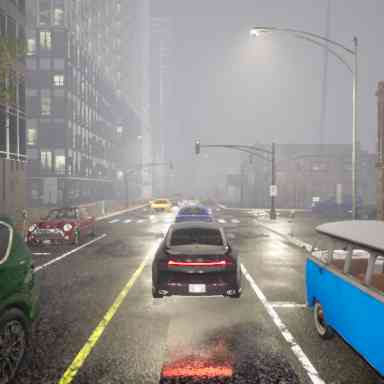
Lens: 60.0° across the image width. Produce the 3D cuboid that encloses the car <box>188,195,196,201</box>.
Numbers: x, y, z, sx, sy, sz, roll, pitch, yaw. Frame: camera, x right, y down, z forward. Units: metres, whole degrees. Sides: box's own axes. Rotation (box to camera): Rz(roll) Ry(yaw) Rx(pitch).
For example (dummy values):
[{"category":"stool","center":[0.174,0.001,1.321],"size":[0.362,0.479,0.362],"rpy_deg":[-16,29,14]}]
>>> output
[{"category":"car","center":[-0.093,1.481,79.533],"size":[1.837,1.490,4.892],"rpy_deg":[0,0,0]}]

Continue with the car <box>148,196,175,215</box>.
[{"category":"car","center":[-3.140,1.468,34.517],"size":[1.882,1.535,5.008],"rpy_deg":[0,0,0]}]

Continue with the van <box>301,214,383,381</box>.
[{"category":"van","center":[2.669,1.340,3.986],"size":[1.690,1.788,3.998],"rpy_deg":[-1,0,0]}]

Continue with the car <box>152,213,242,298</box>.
[{"category":"car","center":[0.088,1.502,8.468],"size":[1.837,1.490,4.892],"rpy_deg":[0,0,0]}]

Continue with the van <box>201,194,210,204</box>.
[{"category":"van","center":[2.600,1.326,64.251],"size":[1.690,1.788,3.998],"rpy_deg":[-1,0,0]}]

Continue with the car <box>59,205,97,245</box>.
[{"category":"car","center":[-5.722,1.436,15.060],"size":[1.967,1.590,4.097],"rpy_deg":[-1,0,0]}]

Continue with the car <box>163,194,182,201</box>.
[{"category":"car","center":[-3.153,1.479,52.836],"size":[2.128,1.511,4.902],"rpy_deg":[0,0,0]}]

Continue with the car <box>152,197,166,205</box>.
[{"category":"car","center":[-5.737,1.552,58.651],"size":[1.947,1.339,4.313],"rpy_deg":[-1,0,0]}]

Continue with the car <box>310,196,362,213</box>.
[{"category":"car","center":[16.481,1.411,38.334],"size":[5.009,1.841,2.192],"rpy_deg":[1,0,1]}]

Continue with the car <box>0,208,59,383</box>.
[{"category":"car","center":[-3.105,1.221,2.215],"size":[2.150,2.045,5.566],"rpy_deg":[0,0,0]}]

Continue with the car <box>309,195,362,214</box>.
[{"category":"car","center":[15.507,1.349,35.749],"size":[5.566,2.045,2.150],"rpy_deg":[1,1,1]}]

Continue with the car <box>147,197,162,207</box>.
[{"category":"car","center":[-5.902,1.512,52.838],"size":[1.752,1.417,4.829],"rpy_deg":[-1,0,0]}]

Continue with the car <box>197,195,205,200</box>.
[{"category":"car","center":[2.571,1.532,92.471],"size":[2.008,1.369,4.403],"rpy_deg":[-1,0,0]}]

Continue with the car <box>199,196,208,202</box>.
[{"category":"car","center":[2.591,1.565,75.539],"size":[1.802,1.307,4.206],"rpy_deg":[-1,0,0]}]

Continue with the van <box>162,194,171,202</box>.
[{"category":"van","center":[-5.760,1.324,75.584],"size":[1.690,1.788,3.998],"rpy_deg":[-1,0,0]}]

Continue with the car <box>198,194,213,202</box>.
[{"category":"car","center":[2.608,1.426,58.607],"size":[1.967,1.590,4.097],"rpy_deg":[-1,0,0]}]

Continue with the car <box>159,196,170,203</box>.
[{"category":"car","center":[-5.750,1.550,69.940],"size":[1.947,1.339,4.313],"rpy_deg":[-1,0,0]}]

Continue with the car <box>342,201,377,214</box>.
[{"category":"car","center":[16.382,1.793,29.957],"size":[4.313,1.339,1.947],"rpy_deg":[1,0,1]}]

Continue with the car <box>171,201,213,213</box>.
[{"category":"car","center":[0.070,1.472,17.956],"size":[1.882,1.535,5.008],"rpy_deg":[0,0,0]}]

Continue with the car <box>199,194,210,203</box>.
[{"category":"car","center":[2.593,1.299,69.895],"size":[2.192,1.841,5.009],"rpy_deg":[-1,0,0]}]

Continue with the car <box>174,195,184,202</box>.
[{"category":"car","center":[-3.092,1.508,78.771],"size":[2.128,1.511,4.902],"rpy_deg":[0,0,0]}]

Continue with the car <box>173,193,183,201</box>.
[{"category":"car","center":[-3.091,1.208,68.163],"size":[2.150,2.045,5.566],"rpy_deg":[0,0,0]}]
